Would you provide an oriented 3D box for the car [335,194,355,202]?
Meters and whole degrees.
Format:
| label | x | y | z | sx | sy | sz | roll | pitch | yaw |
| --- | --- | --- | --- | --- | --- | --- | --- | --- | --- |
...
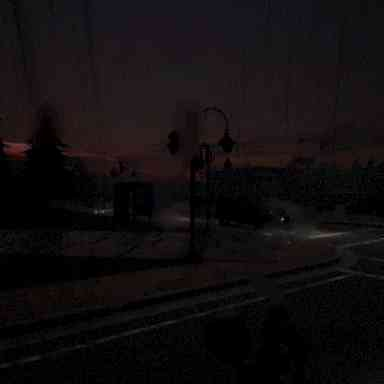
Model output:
| label | x | y | z | sx | sy | sz | roll | pitch | yaw |
| --- | --- | --- | --- | --- | --- | --- | --- | --- | --- |
| car | 35.775 | 1.349 | 77.845 | 1.905 | 1.878 | 3.866 | 0 | 0 | -36 |

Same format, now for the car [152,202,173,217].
| label | x | y | z | sx | sy | sz | roll | pitch | yaw |
| --- | --- | --- | --- | --- | --- | --- | --- | --- | --- |
| car | -3.838 | 1.669 | 32.859 | 1.895 | 1.301 | 4.718 | 0 | 0 | -36 |

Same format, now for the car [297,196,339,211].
| label | x | y | z | sx | sy | sz | roll | pitch | yaw |
| --- | --- | --- | --- | --- | --- | --- | --- | --- | --- |
| car | 15.594 | 1.526 | 41.184 | 1.970 | 1.475 | 3.806 | 0 | 0 | -36 |

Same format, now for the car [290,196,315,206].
| label | x | y | z | sx | sy | sz | roll | pitch | yaw |
| --- | --- | --- | --- | --- | --- | --- | --- | --- | --- |
| car | 18.965 | 1.502 | 57.099 | 1.845 | 1.501 | 3.633 | 0 | 0 | -36 |

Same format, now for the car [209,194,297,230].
| label | x | y | z | sx | sy | sz | roll | pitch | yaw |
| --- | --- | --- | --- | --- | --- | --- | --- | --- | --- |
| car | 3.846 | 1.292 | 22.319 | 2.150 | 2.045 | 5.566 | 0 | 0 | -36 |

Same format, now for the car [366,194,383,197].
| label | x | y | z | sx | sy | sz | roll | pitch | yaw |
| --- | --- | --- | --- | --- | --- | --- | --- | --- | --- |
| car | 37.673 | 1.359 | 69.532 | 1.932 | 1.855 | 4.605 | 0 | 0 | -36 |

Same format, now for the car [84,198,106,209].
| label | x | y | z | sx | sy | sz | roll | pitch | yaw |
| --- | --- | --- | --- | --- | --- | --- | --- | --- | --- |
| car | -13.597 | 1.589 | 46.407 | 2.128 | 1.511 | 4.902 | 0 | 0 | -36 |

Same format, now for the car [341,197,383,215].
| label | x | y | z | sx | sy | sz | roll | pitch | yaw |
| --- | --- | --- | --- | --- | --- | --- | --- | --- | --- |
| car | 17.481 | 1.505 | 33.413 | 1.845 | 1.501 | 3.633 | 0 | 0 | -36 |

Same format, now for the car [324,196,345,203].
| label | x | y | z | sx | sy | sz | roll | pitch | yaw |
| --- | --- | --- | --- | --- | --- | --- | --- | --- | --- |
| car | 32.714 | 1.621 | 76.410 | 1.970 | 1.475 | 3.806 | 0 | 0 | -36 |

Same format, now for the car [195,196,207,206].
| label | x | y | z | sx | sy | sz | roll | pitch | yaw |
| --- | --- | --- | --- | --- | --- | --- | --- | --- | --- |
| car | 2.343 | 1.469 | 54.594 | 2.007 | 1.523 | 4.514 | 0 | 0 | -36 |

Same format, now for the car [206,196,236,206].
| label | x | y | z | sx | sy | sz | roll | pitch | yaw |
| --- | --- | --- | --- | --- | --- | --- | --- | --- | --- |
| car | 4.866 | 1.471 | 56.459 | 2.152 | 1.636 | 5.027 | 0 | 0 | -36 |

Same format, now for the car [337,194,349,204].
| label | x | y | z | sx | sy | sz | roll | pitch | yaw |
| --- | --- | --- | --- | --- | --- | --- | --- | --- | --- |
| car | 27.122 | 1.515 | 62.872 | 2.007 | 1.523 | 4.514 | 0 | 0 | -36 |
